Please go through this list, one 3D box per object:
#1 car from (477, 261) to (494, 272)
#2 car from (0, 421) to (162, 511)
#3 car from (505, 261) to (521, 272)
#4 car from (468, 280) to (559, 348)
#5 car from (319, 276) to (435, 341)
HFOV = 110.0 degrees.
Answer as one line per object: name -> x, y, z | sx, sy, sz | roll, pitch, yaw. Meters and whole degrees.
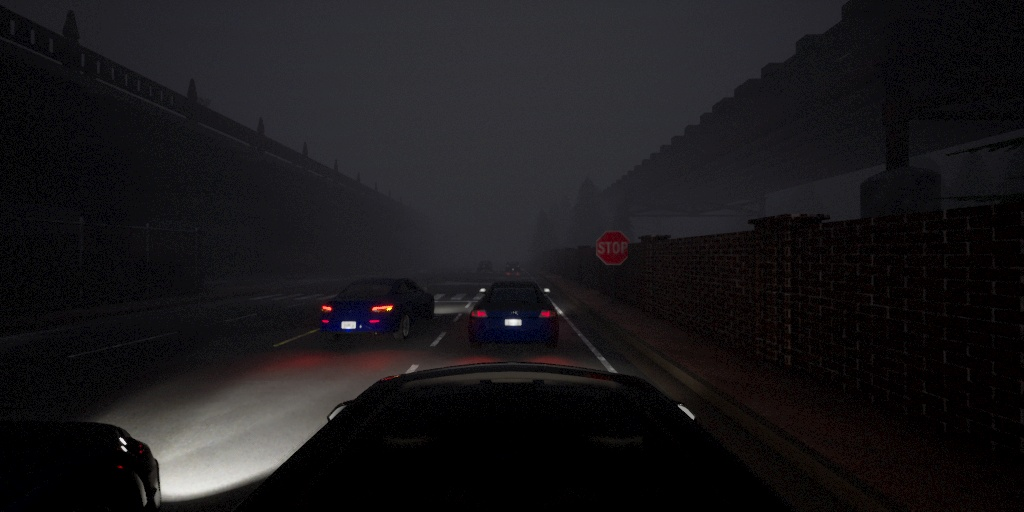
car -> -3.399, 1.294, 45.914 | 2.033, 1.411, 5.357 | 0, 0, -1
car -> -3.398, 1.314, 0.690 | 1.994, 1.385, 4.181 | 0, 0, 0
car -> 0.096, 1.347, 46.082 | 1.895, 1.301, 4.718 | 0, 0, -1
car -> 0.069, 1.313, 9.263 | 1.994, 1.385, 4.181 | 0, 0, 1
car -> -3.413, 1.275, 9.786 | 1.812, 1.442, 4.674 | 0, 0, 0
